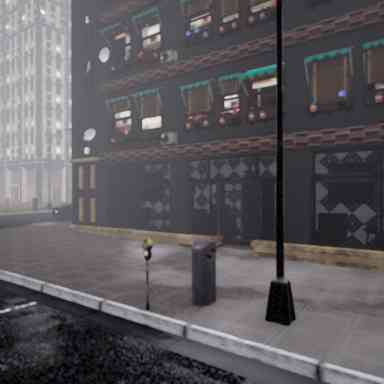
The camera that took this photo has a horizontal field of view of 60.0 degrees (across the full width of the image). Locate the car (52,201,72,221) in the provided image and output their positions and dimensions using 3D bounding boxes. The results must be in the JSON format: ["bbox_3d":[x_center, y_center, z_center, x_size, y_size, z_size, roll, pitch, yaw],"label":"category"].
[{"bbox_3d":[-7.447,1.259,22.938,1.947,1.339,4.313,1,2,35],"label":"car"}]
